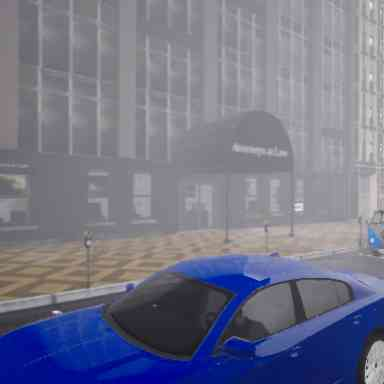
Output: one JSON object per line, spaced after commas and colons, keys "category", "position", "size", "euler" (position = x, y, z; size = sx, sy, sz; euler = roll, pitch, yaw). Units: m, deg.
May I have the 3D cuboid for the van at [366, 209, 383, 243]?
{"category": "van", "position": [8.105, 1.484, 12.344], "size": [3.998, 1.788, 1.690], "euler": [1, -1, -35]}

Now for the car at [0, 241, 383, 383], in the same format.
{"category": "car", "position": [0.353, 1.502, 3.629], "size": [5.008, 1.535, 1.882], "euler": [1, 0, -35]}
